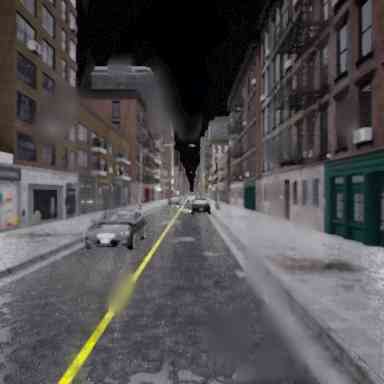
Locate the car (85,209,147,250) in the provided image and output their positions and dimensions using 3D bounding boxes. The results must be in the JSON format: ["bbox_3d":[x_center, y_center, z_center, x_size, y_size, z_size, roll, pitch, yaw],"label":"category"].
[{"bbox_3d":[-3.099,1.492,14.337,2.128,1.511,4.902,0,0,0],"label":"car"}]

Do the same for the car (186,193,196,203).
[{"bbox_3d":[-0.006,1.140,69.486,2.150,2.045,5.566,0,0,0],"label":"car"}]

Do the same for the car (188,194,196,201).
[{"bbox_3d":[-0.007,1.414,84.899,2.097,1.767,4.553,0,0,0],"label":"car"}]

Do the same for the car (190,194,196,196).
[{"bbox_3d":[0.896,1.515,49.896,1.882,1.535,5.008,0,0,0],"label":"car"}]

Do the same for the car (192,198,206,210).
[{"bbox_3d":[0.897,1.551,43.896,1.812,1.442,4.674,0,0,0],"label":"car"}]

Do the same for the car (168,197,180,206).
[{"bbox_3d":[-3.045,1.581,56.553,1.812,1.442,4.674,0,0,1],"label":"car"}]

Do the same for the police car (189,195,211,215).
[{"bbox_3d":[0.897,1.437,34.005,1.930,1.638,5.238,0,0,0],"label":"police car"}]
